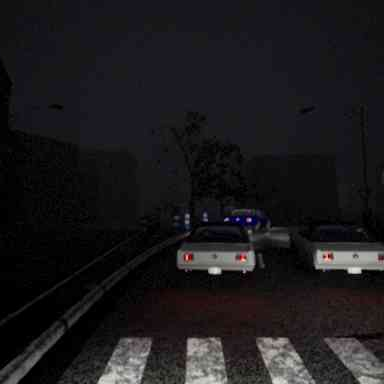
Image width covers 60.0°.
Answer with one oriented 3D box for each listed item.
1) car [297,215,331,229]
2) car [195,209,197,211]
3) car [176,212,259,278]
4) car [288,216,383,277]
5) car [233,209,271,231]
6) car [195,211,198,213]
[{"bbox_3d":[14.184,3.528,38.960,1.812,1.442,4.674,2,-6,-7],"label":"car"},{"bbox_3d":[0.447,5.416,89.276,2.128,1.511,4.902,0,0,5],"label":"car"},{"bbox_3d":[0.851,1.533,10.004,1.895,1.301,4.718,-1,1,8],"label":"car"},{"bbox_3d":[4.086,1.483,9.911,1.895,1.301,4.718,-1,1,8],"label":"car"},{"bbox_3d":[3.426,1.717,20.042,1.895,1.301,4.718,-2,-5,24],"label":"car"},{"bbox_3d":[0.649,5.440,69.940,2.128,1.511,4.902,1,0,-6],"label":"car"}]
